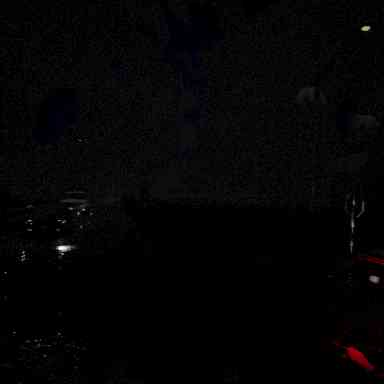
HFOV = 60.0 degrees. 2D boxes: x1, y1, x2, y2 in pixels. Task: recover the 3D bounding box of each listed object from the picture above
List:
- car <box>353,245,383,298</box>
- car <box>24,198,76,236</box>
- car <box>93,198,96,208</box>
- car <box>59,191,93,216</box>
[{"bbox_3d":[6.122,1.706,7.340,5.008,1.535,1.882,2,1,-13],"label":"car"},{"bbox_3d":[-7.281,1.278,17.145,1.882,1.535,5.008,1,0,-17],"label":"car"},{"bbox_3d":[-13.146,1.192,41.579,1.837,1.490,4.892,2,0,-13],"label":"car"},{"bbox_3d":[-10.287,0.939,29.349,2.150,2.045,5.566,1,1,-13],"label":"car"}]
